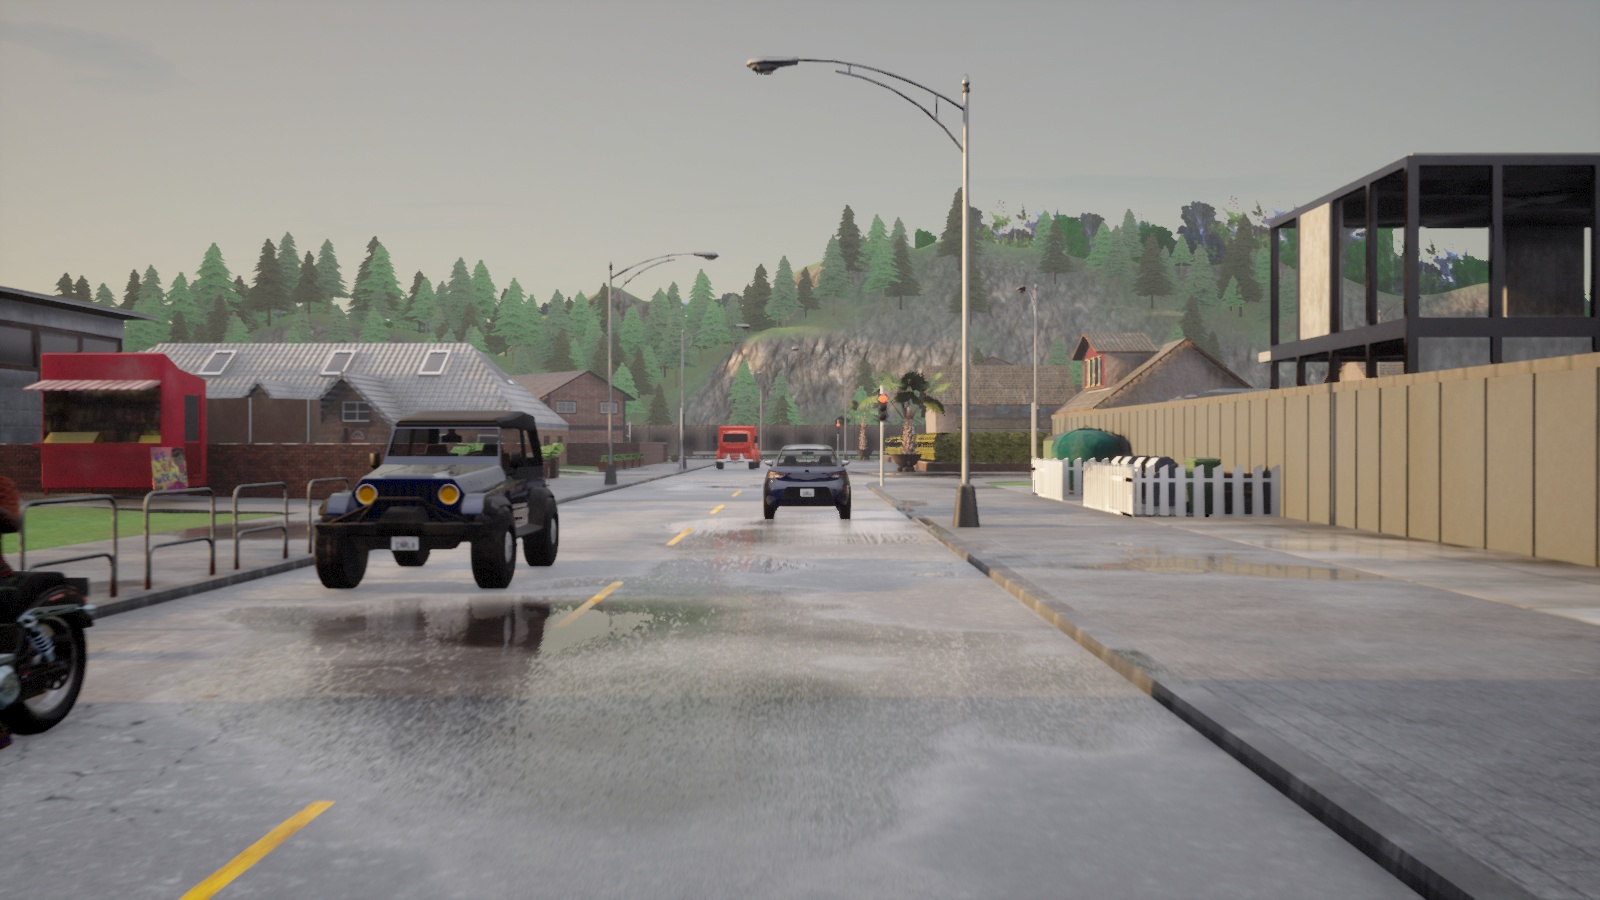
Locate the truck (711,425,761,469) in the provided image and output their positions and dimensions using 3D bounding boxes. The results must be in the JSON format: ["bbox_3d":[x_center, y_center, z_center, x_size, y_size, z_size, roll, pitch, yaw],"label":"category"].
[{"bbox_3d":[-3.621,-0.139,72.311,2.627,2.467,5.204,0,-1,0],"label":"truck"}]

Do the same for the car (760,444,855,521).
[{"bbox_3d":[0.148,0.613,26.183,1.816,1.474,4.193,0,0,0],"label":"car"}]

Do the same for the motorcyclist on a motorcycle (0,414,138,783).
[{"bbox_3d":[-3.956,0.662,5.588,0.766,1.649,2.350,0,1,0],"label":"motorcyclist on a motorcycle"}]

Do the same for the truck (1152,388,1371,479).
[{"bbox_3d":[19.989,-0.710,54.759,8.468,3.827,2.891,0,0,0],"label":"truck"}]

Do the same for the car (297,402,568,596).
[{"bbox_3d":[-3.913,0.460,14.082,1.905,1.878,3.866,0,0,0],"label":"car"}]
